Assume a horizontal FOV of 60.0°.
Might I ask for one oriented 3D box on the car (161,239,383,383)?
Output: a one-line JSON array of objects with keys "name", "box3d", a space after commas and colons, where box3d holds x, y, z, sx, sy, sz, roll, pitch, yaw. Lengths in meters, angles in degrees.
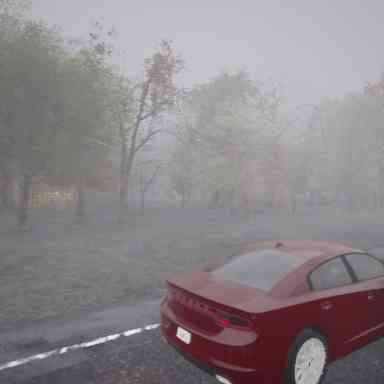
[{"name": "car", "box3d": [1.924, 1.491, 5.237, 5.008, 1.535, 1.882, 0, 0, -35]}]
